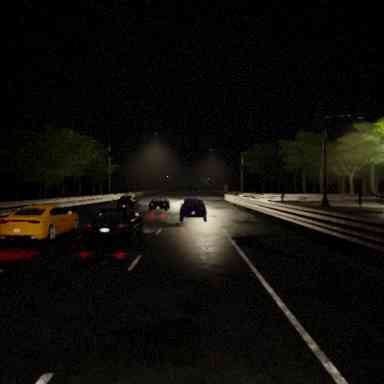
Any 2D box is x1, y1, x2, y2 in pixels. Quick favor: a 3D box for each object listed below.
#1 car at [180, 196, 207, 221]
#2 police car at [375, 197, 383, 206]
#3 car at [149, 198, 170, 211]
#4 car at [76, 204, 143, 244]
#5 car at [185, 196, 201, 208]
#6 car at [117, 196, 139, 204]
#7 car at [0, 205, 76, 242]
[{"bbox_3d":[0.090,1.254,25.082,1.882,1.535,5.008,0,1,0],"label":"car"},{"bbox_3d":[22.512,0.704,35.660,1.930,1.638,5.238,0,0,-35],"label":"police car"},{"bbox_3d":[-3.413,1.271,35.775,1.895,1.301,4.718,0,1,0],"label":"car"},{"bbox_3d":[-3.407,1.438,14.987,1.994,1.385,4.181,0,1,0],"label":"car"},{"bbox_3d":[0.084,1.202,42.035,1.895,1.301,4.718,0,1,0],"label":"car"},{"bbox_3d":[-6.911,1.171,36.165,1.837,1.490,4.892,0,1,0],"label":"car"},{"bbox_3d":[-6.906,1.345,15.600,1.882,1.535,5.008,0,1,0],"label":"car"}]
